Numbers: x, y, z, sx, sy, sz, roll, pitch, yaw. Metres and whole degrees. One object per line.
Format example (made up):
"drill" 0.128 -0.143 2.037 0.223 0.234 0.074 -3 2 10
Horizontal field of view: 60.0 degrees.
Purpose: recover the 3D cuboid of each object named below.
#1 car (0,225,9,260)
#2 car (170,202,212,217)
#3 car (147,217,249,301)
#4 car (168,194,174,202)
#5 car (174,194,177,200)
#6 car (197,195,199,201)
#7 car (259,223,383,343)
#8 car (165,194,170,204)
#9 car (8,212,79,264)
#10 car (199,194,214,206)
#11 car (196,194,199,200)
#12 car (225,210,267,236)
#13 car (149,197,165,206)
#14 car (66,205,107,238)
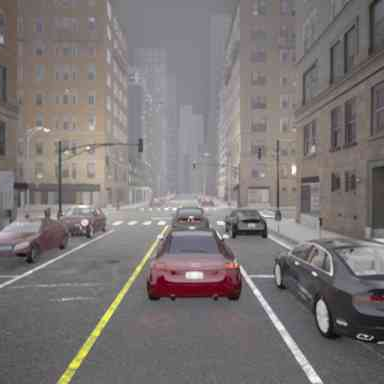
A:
"car" -5.708 1.569 6.341 1.947 1.339 4.313 0 0 0
"car" -0.075 1.514 17.304 1.837 1.490 4.892 0 0 0
"car" 0.027 1.568 8.391 1.994 1.385 4.181 0 0 -1
"car" -6.124 1.665 81.318 1.752 1.417 4.829 0 0 0
"car" -6.178 1.501 92.306 2.192 1.841 5.009 0 0 0
"car" 2.479 1.638 65.307 2.008 1.369 4.403 0 0 0
"car" 2.817 1.554 6.398 2.008 1.369 4.403 0 0 0
"car" -6.045 1.638 65.263 2.008 1.369 4.403 0 0 0
"car" -5.745 1.588 11.842 1.802 1.307 4.206 0 0 0
"car" 2.531 1.502 54.490 1.967 1.590 4.097 0 0 0
"car" 2.426 1.560 76.125 1.967 1.590 4.097 0 0 0
"car" 2.744 1.575 17.400 1.947 1.339 4.313 0 0 0
"car" -5.993 1.644 54.446 1.802 1.307 4.206 0 0 0
"car" -5.781 1.449 17.344 1.967 1.590 4.097 0 0 0
